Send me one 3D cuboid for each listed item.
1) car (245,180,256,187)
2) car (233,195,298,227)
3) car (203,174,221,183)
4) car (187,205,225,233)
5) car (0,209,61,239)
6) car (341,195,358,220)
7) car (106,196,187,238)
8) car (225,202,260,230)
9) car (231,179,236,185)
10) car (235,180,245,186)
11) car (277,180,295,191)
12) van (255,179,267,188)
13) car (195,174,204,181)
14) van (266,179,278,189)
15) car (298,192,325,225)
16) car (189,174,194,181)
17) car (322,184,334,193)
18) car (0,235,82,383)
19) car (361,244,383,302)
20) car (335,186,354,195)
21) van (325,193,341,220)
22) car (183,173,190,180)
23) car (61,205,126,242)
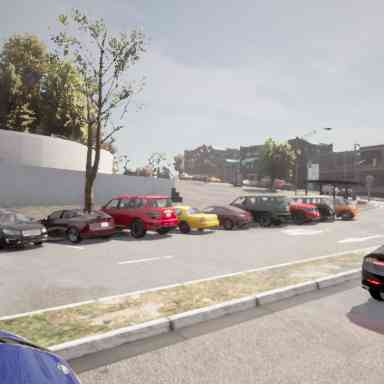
[{"bbox_3d":[14.416,-1.819,74.078,1.946,1.575,5.366,7,3,35],"label":"car"},{"bbox_3d":[3.999,1.261,23.043,5.566,2.045,2.435,-1,-1,35],"label":"car"},{"bbox_3d":[5.744,-3.183,86.376,1.946,1.575,5.366,7,3,34],"label":"car"},{"bbox_3d":[-1.037,1.502,19.661,5.366,1.575,1.946,-1,-1,35],"label":"car"},{"bbox_3d":[-8.224,1.494,14.346,4.892,1.521,2.231,-1,-1,35],"label":"car"},{"bbox_3d":[11.463,1.400,28.164,4.553,1.767,2.185,-1,-1,35],"label":"car"},{"bbox_3d":[-3.358,1.247,17.835,5.566,2.045,2.435,-1,-1,35],"label":"car"},{"bbox_3d":[1.571,1.547,21.287,4.674,1.452,2.002,-1,-1,35],"label":"car"},{"bbox_3d":[10.845,-2.324,78.863,2.002,1.452,4.674,7,3,35],"label":"car"},{"bbox_3d":[12.586,-2.050,76.400,2.002,1.452,4.674,7,4,35],"label":"car"},{"bbox_3d":[19.474,-0.999,66.510,2.231,1.521,4.892,7,3,35],"label":"car"},{"bbox_3d":[15.988,-1.771,71.346,1.878,1.987,4.442,7,4,35],"label":"van"},{"bbox_3d":[3.894,-3.705,88.636,2.435,2.045,5.566,7,3,34],"label":"car"},{"bbox_3d":[17.716,-1.498,68.874,1.878,1.987,4.442,7,4,35],"label":"van"},{"bbox_3d":[6.514,1.265,24.747,5.566,2.045,2.435,-1,-1,35],"label":"car"},{"bbox_3d":[2.101,-3.857,91.103,2.185,1.767,4.553,6,3,34],"label":"car"},{"bbox_3d":[24.681,-0.433,59.122,2.435,2.045,5.566,7,3,35],"label":"car"},{"bbox_3d":[-2.616,1.351,1.266,4.553,1.767,2.097,0,0,-35],"label":"car"},{"bbox_3d":[5.522,1.500,7.059,4.902,1.511,2.128,0,0,-35],"label":"car"},{"bbox_3d":[26.370,0.129,56.648,2.002,1.452,4.674,7,3,35],"label":"car"},{"bbox_3d":[9.053,1.294,26.415,4.442,1.987,1.878,-1,-1,35],"label":"van"},{"bbox_3d":[0.372,-4.092,93.574,2.185,1.767,4.553,4,1,33],"label":"car"},{"bbox_3d":[-5.803,1.524,16.091,4.792,1.488,2.163,-1,-1,35],"label":"car"}]
